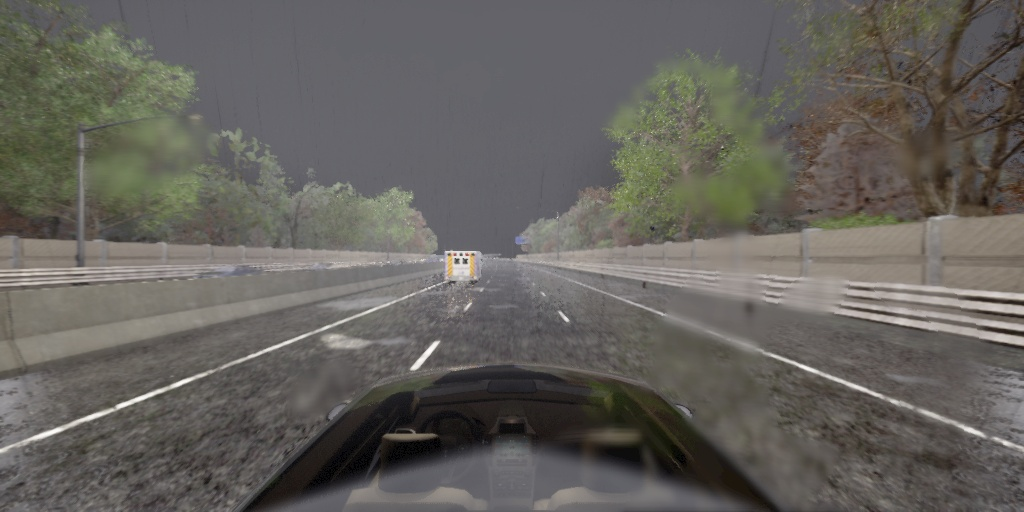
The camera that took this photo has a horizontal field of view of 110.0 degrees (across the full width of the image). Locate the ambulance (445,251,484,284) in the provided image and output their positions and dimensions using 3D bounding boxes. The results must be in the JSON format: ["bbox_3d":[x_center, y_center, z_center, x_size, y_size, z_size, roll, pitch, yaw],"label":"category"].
[{"bbox_3d":[-3.686,0.904,28.450,2.351,2.431,6.366,0,0,-1],"label":"ambulance"}]

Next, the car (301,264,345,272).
[{"bbox_3d":[-14.249,1.464,27.868,1.895,1.301,4.718,0,0,-1],"label":"car"}]

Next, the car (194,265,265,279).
[{"bbox_3d":[-21.247,1.419,27.326,2.033,1.411,5.357,0,0,-1],"label":"car"}]

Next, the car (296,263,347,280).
[{"bbox_3d":[-17.837,1.440,33.980,2.033,1.411,5.357,0,0,-1],"label":"car"}]
